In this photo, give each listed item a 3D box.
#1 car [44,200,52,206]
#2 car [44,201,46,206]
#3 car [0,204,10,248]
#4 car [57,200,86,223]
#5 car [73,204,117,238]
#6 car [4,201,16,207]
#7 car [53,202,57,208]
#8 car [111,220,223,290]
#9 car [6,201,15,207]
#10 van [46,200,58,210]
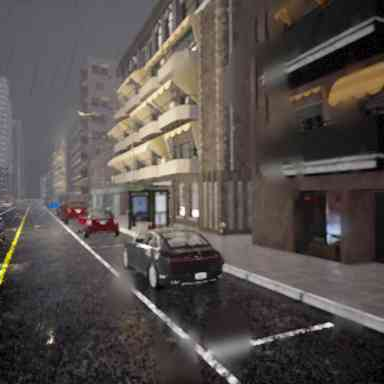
[{"bbox_3d":[-37.234,2.907,85.867,1.887,1.381,4.507,0,-1,-26],"label":"car"},{"bbox_3d":[-27.503,2.590,65.478,1.947,1.339,4.313,0,-1,-26],"label":"car"},{"bbox_3d":[-9.906,1.615,15.398,2.097,1.767,4.553,0,-1,-25],"label":"car"},{"bbox_3d":[-10.478,1.757,29.800,2.192,1.841,5.009,0,-1,-26],"label":"car"},{"bbox_3d":[-5.612,1.720,19.603,1.967,1.590,4.097,0,-1,-26],"label":"car"},{"bbox_3d":[-42.366,2.734,77.162,1.967,1.590,4.097,0,-1,-26],"label":"car"},{"bbox_3d":[-15.341,2.186,39.991,1.802,1.307,4.206,0,-1,-26],"label":"car"},{"bbox_3d":[-0.746,1.670,9.408,2.008,1.369,4.403,0,-1,-26],"label":"car"},{"bbox_3d":[-44.796,2.961,82.257,1.802,1.307,4.206,0,-1,-26],"label":"car"},{"bbox_3d":[-25.073,2.280,60.383,1.690,1.788,3.998,0,-1,-26],"label":"van"}]
